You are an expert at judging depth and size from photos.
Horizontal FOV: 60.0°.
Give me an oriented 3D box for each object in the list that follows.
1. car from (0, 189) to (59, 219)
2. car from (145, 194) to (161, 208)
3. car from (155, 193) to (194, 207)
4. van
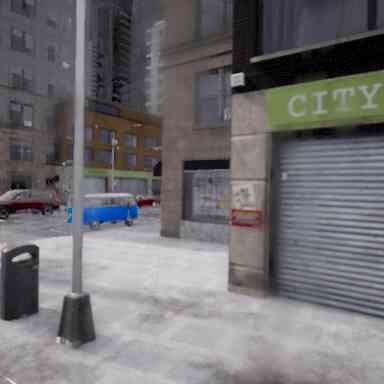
[{"bbox_3d":[-11.610,0.753,22.738,2.192,1.841,5.009,3,2,35],"label":"car"},{"bbox_3d":[-5.108,0.844,31.882,1.887,1.381,4.507,3,2,35],"label":"car"},{"bbox_3d":[-1.854,0.796,36.452,1.947,1.339,4.313,3,2,35],"label":"car"},{"bbox_3d":[-4.667,0.978,17.797,1.690,1.788,3.998,2,2,35],"label":"van"}]
